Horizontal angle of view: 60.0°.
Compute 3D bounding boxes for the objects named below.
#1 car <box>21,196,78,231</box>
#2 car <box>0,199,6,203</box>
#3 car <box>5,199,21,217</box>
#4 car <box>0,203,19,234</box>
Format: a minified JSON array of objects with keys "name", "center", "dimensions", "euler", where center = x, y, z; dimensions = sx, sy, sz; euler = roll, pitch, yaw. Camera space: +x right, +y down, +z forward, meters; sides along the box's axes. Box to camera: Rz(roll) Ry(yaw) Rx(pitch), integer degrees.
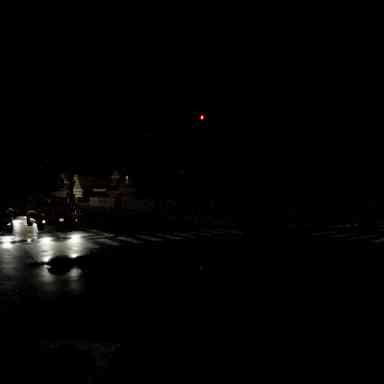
[{"name":"car","center":[-9.210,1.272,21.575],"dimensions":[2.150,2.045,5.566],"euler":[0,0,-36]},{"name":"car","center":[-22.841,1.584,40.458],"dimensions":[1.882,1.535,5.008],"euler":[0,0,-36]},{"name":"car","center":[-15.262,1.600,29.934],"dimensions":[1.812,1.442,4.674],"euler":[0,0,-36]},{"name":"car","center":[-11.525,1.585,19.246],"dimensions":[2.033,1.411,5.357],"euler":[0,0,-32]}]
